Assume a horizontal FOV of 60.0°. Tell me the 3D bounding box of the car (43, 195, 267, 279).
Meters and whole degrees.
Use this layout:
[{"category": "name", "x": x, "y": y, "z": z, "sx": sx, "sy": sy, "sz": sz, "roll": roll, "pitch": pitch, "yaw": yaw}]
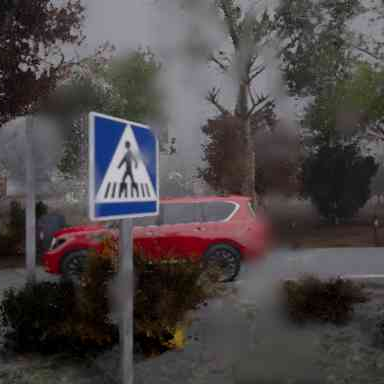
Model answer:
[{"category": "car", "x": -0.883, "y": 1.164, "z": 8.774, "sx": 5.566, "sy": 2.045, "sz": 2.150, "roll": -2, "pitch": 0, "yaw": -2}]
